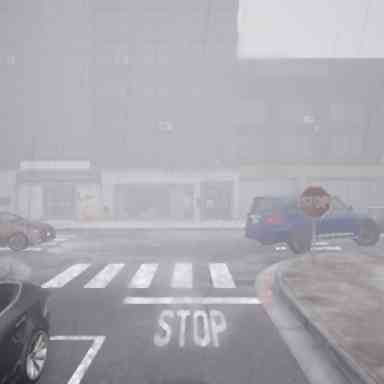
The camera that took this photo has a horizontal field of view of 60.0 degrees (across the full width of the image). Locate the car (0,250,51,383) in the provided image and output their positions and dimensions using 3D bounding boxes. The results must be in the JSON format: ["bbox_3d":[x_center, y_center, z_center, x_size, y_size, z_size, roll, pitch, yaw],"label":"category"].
[{"bbox_3d":[-2.639,1.547,2.589,1.947,1.339,4.313,0,0,0],"label":"car"}]

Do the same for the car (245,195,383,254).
[{"bbox_3d":[4.746,1.120,13.053,5.566,2.045,2.150,-1,-1,-24],"label":"car"}]

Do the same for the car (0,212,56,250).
[{"bbox_3d":[-7.665,1.489,13.190,4.181,1.385,1.994,0,1,0],"label":"car"}]
